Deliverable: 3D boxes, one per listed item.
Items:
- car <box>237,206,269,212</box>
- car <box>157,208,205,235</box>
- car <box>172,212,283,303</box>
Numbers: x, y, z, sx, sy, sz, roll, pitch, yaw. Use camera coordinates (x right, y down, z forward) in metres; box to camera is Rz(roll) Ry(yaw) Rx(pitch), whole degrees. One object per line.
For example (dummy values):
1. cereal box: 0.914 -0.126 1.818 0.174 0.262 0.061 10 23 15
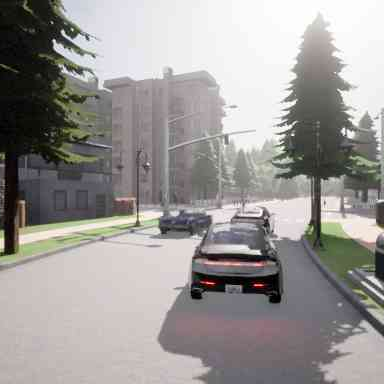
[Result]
1. car: 3.231 1.491 17.375 2.128 1.511 4.902 0 0 18
2. car: -0.255 1.601 18.728 1.895 1.301 4.718 0 0 18
3. car: 1.105 1.492 8.268 2.128 1.511 4.902 0 0 9
